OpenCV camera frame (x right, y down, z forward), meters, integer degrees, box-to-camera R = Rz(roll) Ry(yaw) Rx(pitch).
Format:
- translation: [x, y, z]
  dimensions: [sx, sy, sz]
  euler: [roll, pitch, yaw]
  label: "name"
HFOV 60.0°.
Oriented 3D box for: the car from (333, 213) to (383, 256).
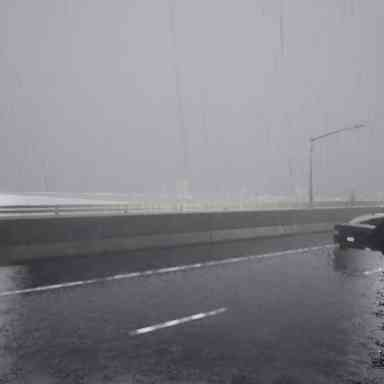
- translation: [7.901, 1.616, 13.737]
  dimensions: [5.008, 1.535, 1.882]
  euler: [0, 0, -35]
  label: "car"
